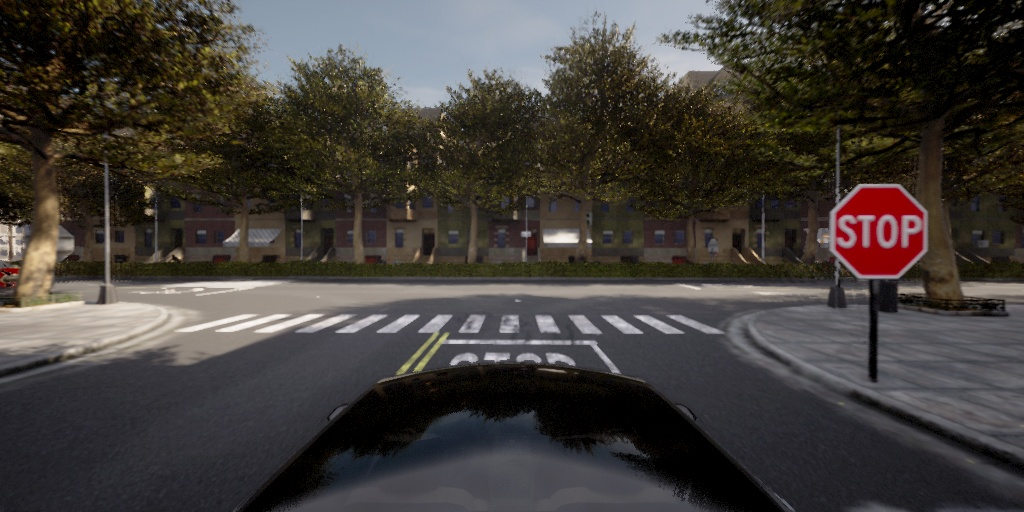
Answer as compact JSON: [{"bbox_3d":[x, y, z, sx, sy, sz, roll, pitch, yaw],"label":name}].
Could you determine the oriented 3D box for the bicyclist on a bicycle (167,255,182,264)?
[{"bbox_3d":[-28.069,0.708,29.852,0.582,1.620,1.656,0,1,1],"label":"bicyclist on a bicycle"}]

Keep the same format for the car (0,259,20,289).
[{"bbox_3d":[-27.216,0.885,18.362,4.553,1.767,2.097,0,1,1],"label":"car"}]
